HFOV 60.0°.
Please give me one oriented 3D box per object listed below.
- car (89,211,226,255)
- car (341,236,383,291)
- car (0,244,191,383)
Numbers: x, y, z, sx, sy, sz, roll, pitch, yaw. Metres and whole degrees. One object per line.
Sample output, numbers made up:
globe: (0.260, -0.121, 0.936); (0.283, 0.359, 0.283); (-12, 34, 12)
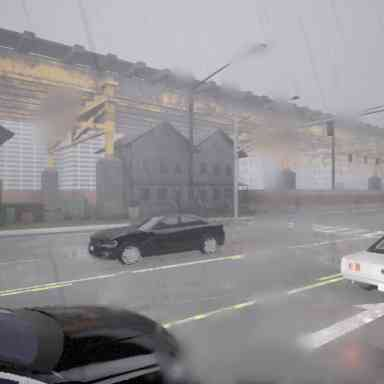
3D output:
car: (-1.069, 1.477, 11.789); (5.008, 1.535, 1.882); (0, 0, -35)
car: (5.616, 1.601, 7.776); (4.718, 1.301, 1.895); (0, 0, -35)
car: (-2.232, 1.492, 2.154); (4.902, 1.511, 2.128); (0, 0, -35)
